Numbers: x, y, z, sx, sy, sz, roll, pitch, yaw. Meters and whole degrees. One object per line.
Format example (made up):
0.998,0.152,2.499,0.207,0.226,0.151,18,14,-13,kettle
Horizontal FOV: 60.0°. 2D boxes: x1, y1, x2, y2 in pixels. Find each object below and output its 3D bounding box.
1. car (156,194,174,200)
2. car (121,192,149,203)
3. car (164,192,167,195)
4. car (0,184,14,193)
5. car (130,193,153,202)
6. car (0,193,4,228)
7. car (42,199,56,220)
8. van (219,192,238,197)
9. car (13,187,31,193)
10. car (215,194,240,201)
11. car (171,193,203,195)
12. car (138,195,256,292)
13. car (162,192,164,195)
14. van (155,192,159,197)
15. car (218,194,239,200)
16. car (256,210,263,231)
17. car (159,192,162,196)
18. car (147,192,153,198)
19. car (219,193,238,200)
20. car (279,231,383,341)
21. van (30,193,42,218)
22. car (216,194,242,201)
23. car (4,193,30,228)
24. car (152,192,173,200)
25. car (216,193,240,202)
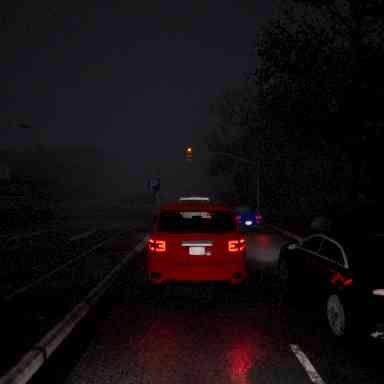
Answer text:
-7.712,1.316,94.982,5.008,1.535,2.097,-1,0,-12,car
-11.534,1.359,65.057,4.792,1.488,2.163,-1,0,-15,car
-9.383,1.359,83.012,4.674,1.452,2.002,-1,0,-13,car
-31.237,-0.425,55.958,2.435,2.045,5.566,6,-3,-19,car
-10.804,1.197,71.002,4.553,1.767,2.185,-1,0,-14,car
-13.816,1.264,18.197,5.566,2.045,2.435,-1,0,-20,car
-13.664,1.405,27.248,4.553,1.767,2.185,-1,0,-19,car
7.190,1.043,67.678,4.442,1.987,1.878,1,0,-14,van
-28.242,0.138,55.902,2.002,1.452,4.674,6,-3,-19,car
8.079,1.258,76.494,5.366,1.575,1.946,1,0,-13,car
0.127,1.247,19.445,2.150,2.045,5.566,0,0,0,car
0.092,1.230,9.087,2.150,2.045,5.566,0,0,0,car
-9.750,1.360,80.010,4.674,1.452,2.002,-1,0,-13,car
-10.343,1.094,74.043,4.442,1.987,1.878,-1,0,-14,van
8.977,1.298,82.420,4.674,1.452,2.002,1,0,-12,car
3.137,1.552,20.602,1.812,1.442,4.674,0,0,0,car
-10.119,1.322,77.014,4.892,1.521,2.231,-1,0,-14,car
-10.893,1.316,68.050,5.366,1.575,1.946,-1,0,-15,car
9.340,1.129,85.350,4.553,1.767,2.185,1,0,-12,car
3.094,1.496,6.471,2.128,1.511,4.902,0,0,0,car
-13.635,1.298,24.270,4.442,1.987,1.878,-1,0,-20,van
8.101,1.264,73.642,5.366,1.575,1.946,1,0,-13,car
-13.747,1.268,21.234,5.566,2.045,2.435,-1,0,-20,car
-8.130,1.065,92.002,5.566,2.045,2.435,-1,0,-12,car
7.569,1.142,70.648,4.553,1.767,2.185,1,0,-14,car
